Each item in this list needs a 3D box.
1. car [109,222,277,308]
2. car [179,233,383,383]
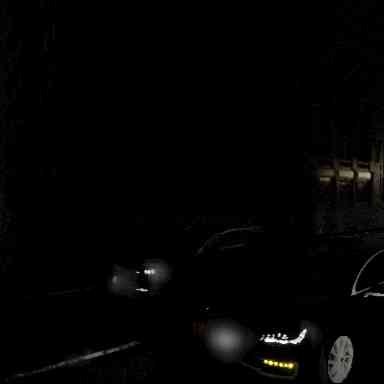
[{"bbox_3d":[0.502,1.521,8.038,4.902,1.511,2.128,0,0,-36],"label":"car"},{"bbox_3d":[2.380,1.535,5.387,4.892,1.490,1.837,0,0,-36],"label":"car"}]
